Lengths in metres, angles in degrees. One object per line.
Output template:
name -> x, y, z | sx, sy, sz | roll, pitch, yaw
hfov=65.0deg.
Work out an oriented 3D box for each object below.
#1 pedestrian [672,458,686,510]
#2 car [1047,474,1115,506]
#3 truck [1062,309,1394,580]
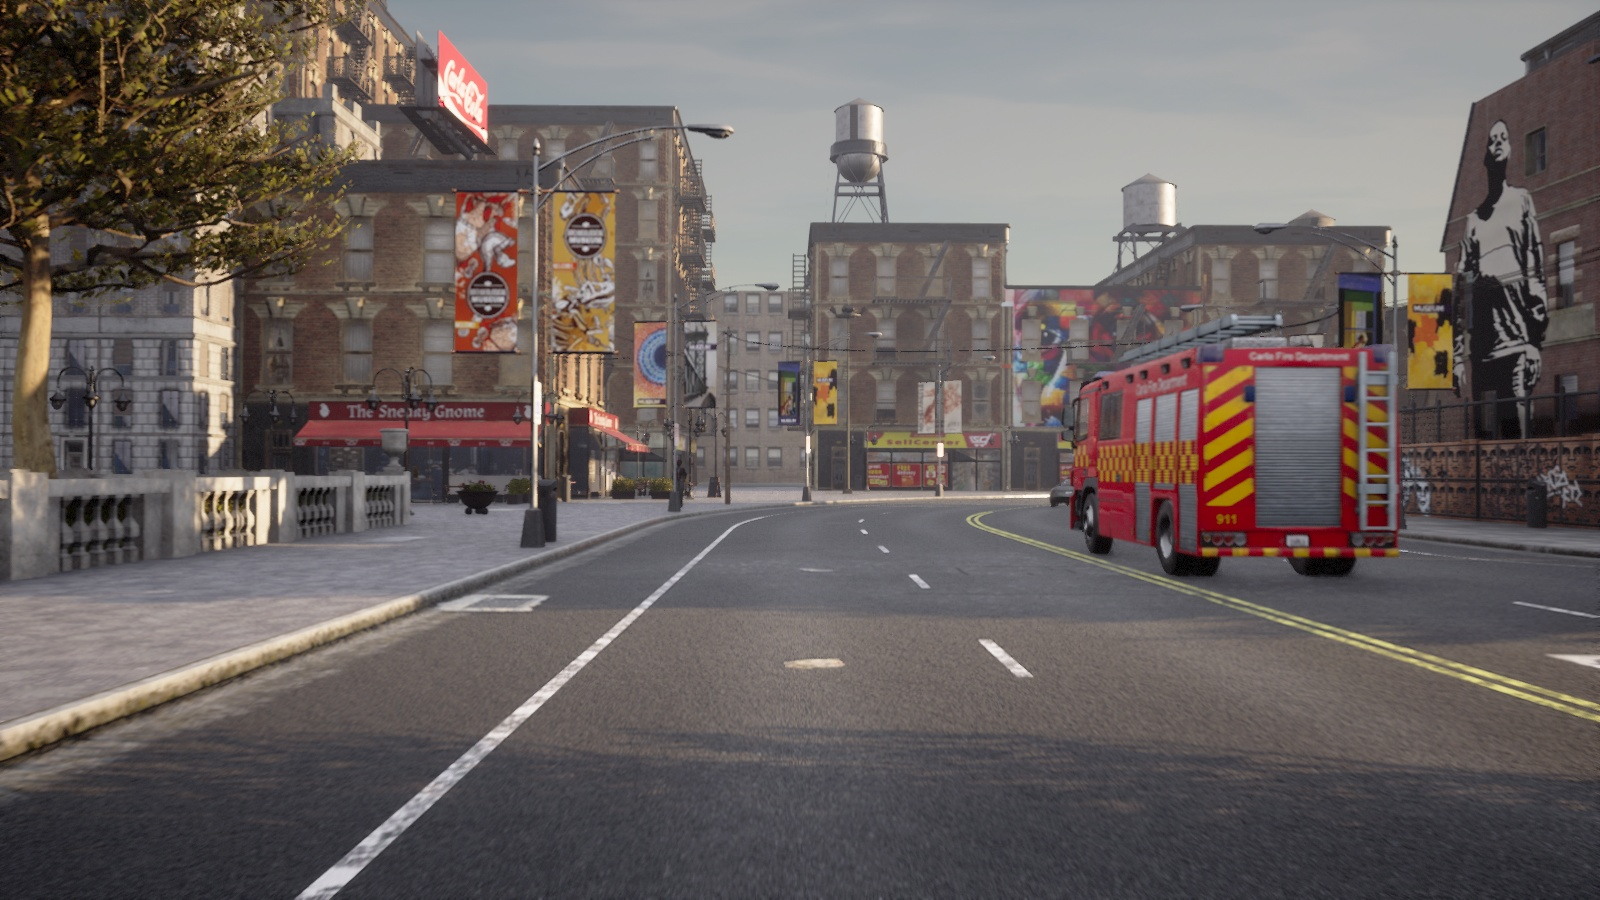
pedestrian -> -4.587, 1.288, 47.662 | 0.402, 1.930, 0.666 | 0, -1, 7
car -> 12.799, 1.781, 56.986 | 1.994, 1.385, 4.181 | -1, -1, 28
truck -> 6.943, -0.009, 22.032 | 2.891, 3.827, 8.468 | 0, -1, 0
